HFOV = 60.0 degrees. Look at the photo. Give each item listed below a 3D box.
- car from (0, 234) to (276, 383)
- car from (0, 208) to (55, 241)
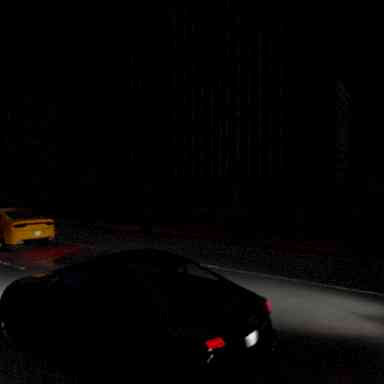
[{"bbox_3d":[-0.974,1.549,4.781,4.181,1.385,1.994,0,0,35],"label":"car"},{"bbox_3d":[-7.843,1.404,14.075,5.008,1.535,1.882,0,0,36],"label":"car"}]
